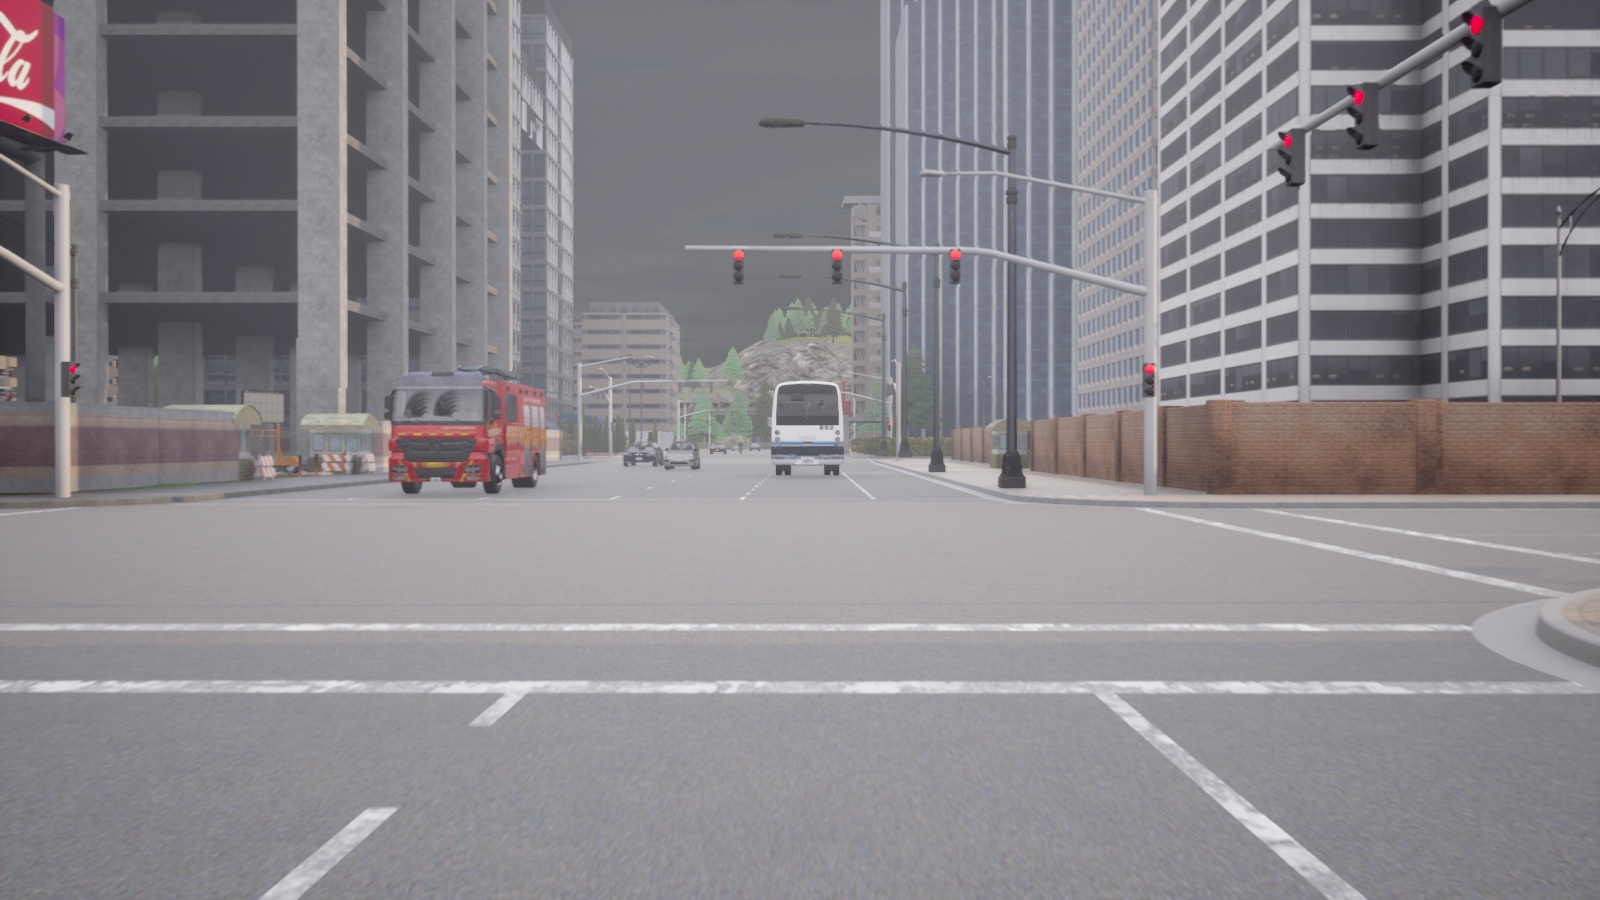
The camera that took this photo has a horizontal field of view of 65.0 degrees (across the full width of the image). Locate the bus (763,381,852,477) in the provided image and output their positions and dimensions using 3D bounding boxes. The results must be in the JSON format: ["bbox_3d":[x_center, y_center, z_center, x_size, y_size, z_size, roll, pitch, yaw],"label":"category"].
[{"bbox_3d":[0.366,-0.972,60.914,3.944,4.253,10.273,0,0,0],"label":"bus"}]

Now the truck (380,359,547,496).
[{"bbox_3d":[-10.258,-0.647,39.333,2.891,3.827,8.468,0,0,0],"label":"truck"}]

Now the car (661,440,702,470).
[{"bbox_3d":[-6.582,0.245,70.052,1.851,1.617,3.988,0,0,0],"label":"car"}]

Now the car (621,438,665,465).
[{"bbox_3d":[-10.022,0.064,80.466,2.152,1.651,5.027,0,0,0],"label":"car"}]
